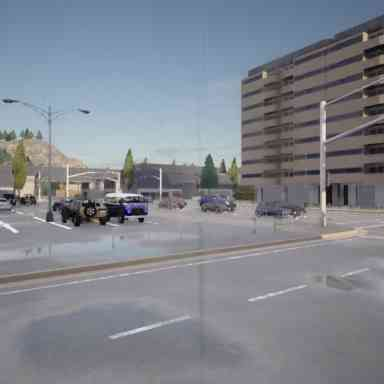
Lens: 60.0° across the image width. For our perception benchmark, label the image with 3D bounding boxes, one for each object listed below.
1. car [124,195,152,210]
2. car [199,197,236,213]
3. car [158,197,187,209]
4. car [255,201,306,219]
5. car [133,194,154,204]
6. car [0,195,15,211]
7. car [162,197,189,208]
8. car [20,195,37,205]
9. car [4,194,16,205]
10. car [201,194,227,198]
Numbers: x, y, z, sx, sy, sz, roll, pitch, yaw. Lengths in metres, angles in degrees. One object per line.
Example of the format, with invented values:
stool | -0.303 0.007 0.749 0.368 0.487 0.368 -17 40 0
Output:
car | -8.710 1.656 53.387 1.895 1.301 4.718 0 0 -35
car | 2.832 1.619 37.091 1.994 1.385 4.181 0 0 -35
car | -2.938 1.619 45.207 1.994 1.385 4.181 0 0 -35
car | 7.700 1.619 30.239 1.994 1.385 4.181 0 0 -35
car | -9.298 1.546 66.561 2.128 1.511 4.902 0 0 -35
car | -21.807 1.451 37.892 1.970 1.475 3.806 0 0 -35
car | -2.635 1.560 50.838 1.837 1.490 4.892 0 0 -35
car | -27.275 1.209 55.347 1.932 1.855 4.605 0 0 -35
car | -29.671 1.212 53.722 1.905 1.878 3.866 0 0 -35
car | 3.201 1.277 42.606 2.150 2.045 5.566 0 0 -35
